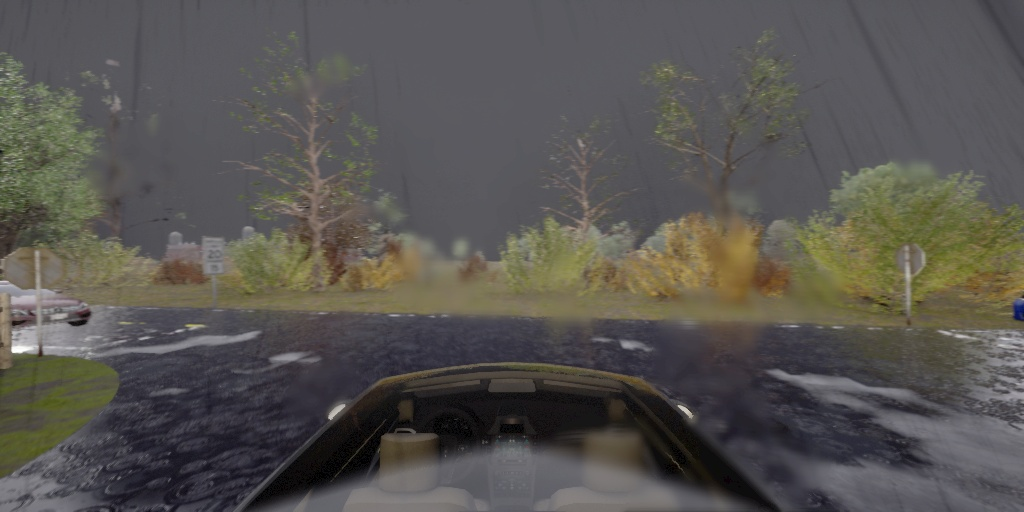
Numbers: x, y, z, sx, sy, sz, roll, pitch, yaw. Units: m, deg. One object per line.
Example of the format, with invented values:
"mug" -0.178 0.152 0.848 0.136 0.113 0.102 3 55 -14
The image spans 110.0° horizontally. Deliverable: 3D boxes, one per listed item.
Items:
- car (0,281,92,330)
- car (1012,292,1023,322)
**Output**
"car" -15.192 1.482 10.701 4.674 1.442 1.812 0 0 12
"car" 14.923 0.946 7.584 5.566 2.045 2.150 0 0 12
